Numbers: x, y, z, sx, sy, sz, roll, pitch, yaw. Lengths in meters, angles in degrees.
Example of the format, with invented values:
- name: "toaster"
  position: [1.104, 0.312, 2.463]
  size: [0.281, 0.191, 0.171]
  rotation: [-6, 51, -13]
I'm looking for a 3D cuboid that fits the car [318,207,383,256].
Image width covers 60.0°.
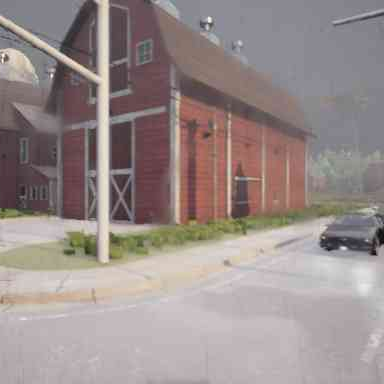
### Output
- name: "car"
  position: [6.790, 1.552, 13.587]
  size: [2.033, 1.411, 5.357]
  rotation: [0, 0, 37]

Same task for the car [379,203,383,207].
- name: "car"
  position: [13.979, 1.503, 23.285]
  size: [1.837, 1.490, 4.892]
  rotation: [0, 0, 37]
